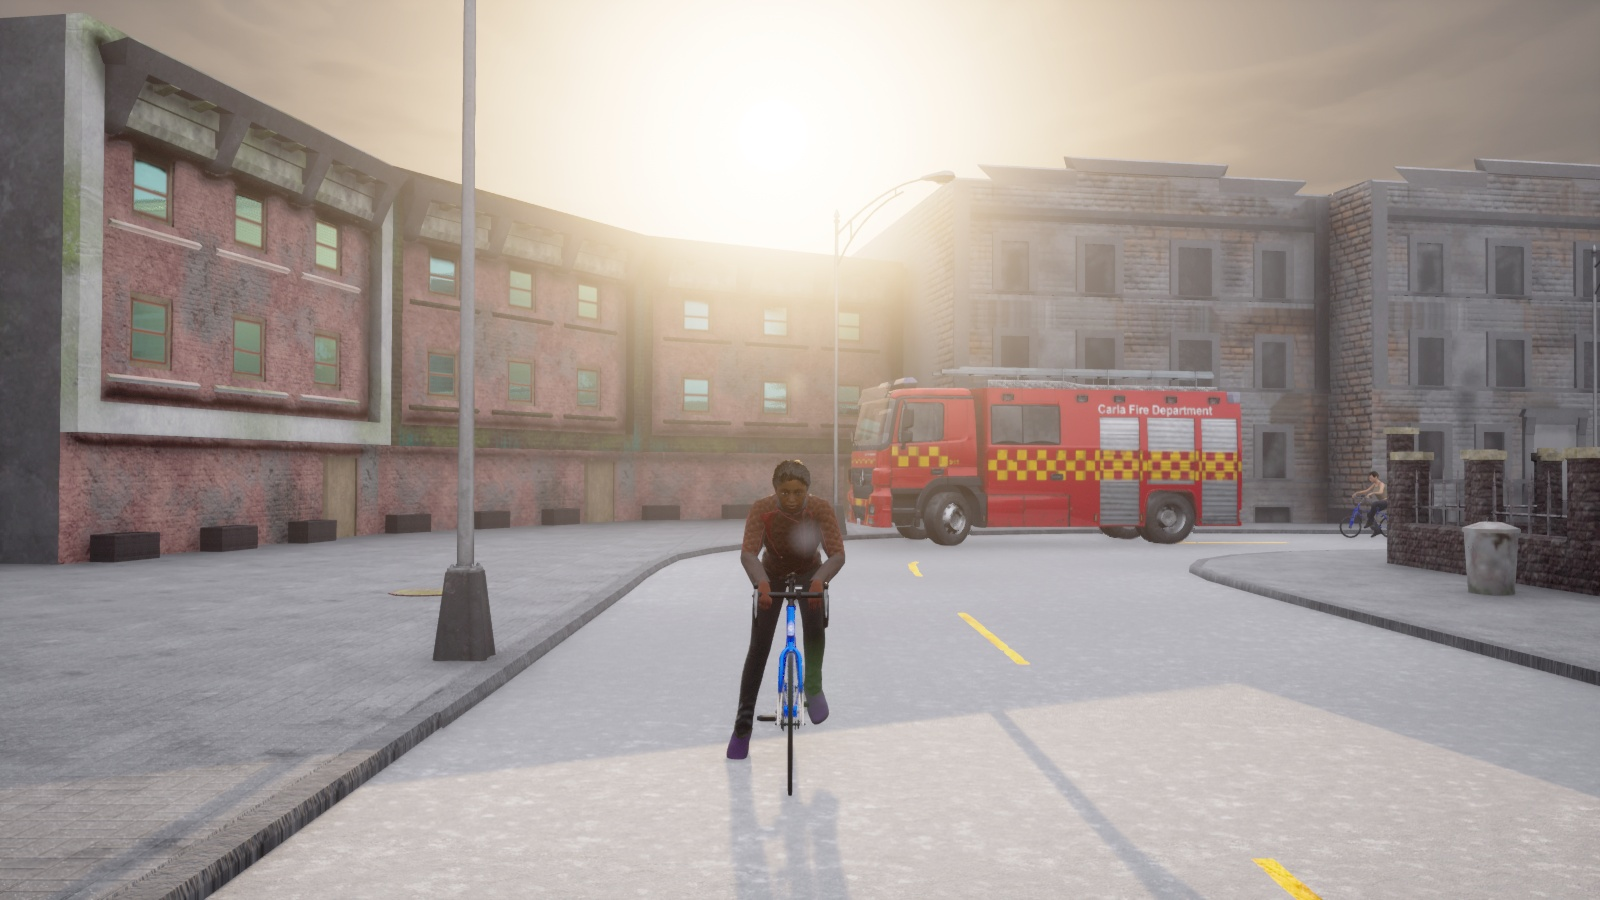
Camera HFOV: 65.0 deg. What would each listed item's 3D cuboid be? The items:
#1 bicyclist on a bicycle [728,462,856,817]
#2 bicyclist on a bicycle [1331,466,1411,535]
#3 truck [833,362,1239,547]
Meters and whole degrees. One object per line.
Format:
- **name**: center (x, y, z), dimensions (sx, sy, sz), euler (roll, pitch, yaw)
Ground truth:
- **bicyclist on a bicycle**: center (-0.040, 0.878, 6.590), dimensions (0.582, 1.620, 1.656), euler (0, -1, 0)
- **bicyclist on a bicycle**: center (13.710, 1.202, 30.165), dimensions (1.509, 1.612, 0.866), euler (0, -1, 0)
- **truck**: center (5.194, 0.097, 28.185), dimensions (8.468, 3.827, 2.891), euler (0, -1, -11)
